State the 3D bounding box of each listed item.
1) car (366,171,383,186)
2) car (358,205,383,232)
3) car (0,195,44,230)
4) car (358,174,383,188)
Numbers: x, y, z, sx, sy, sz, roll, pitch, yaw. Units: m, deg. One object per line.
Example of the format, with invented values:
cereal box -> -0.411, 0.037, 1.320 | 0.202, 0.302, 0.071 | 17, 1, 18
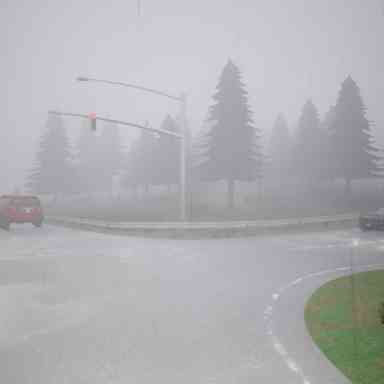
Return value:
car -> 28.069, -2.120, 51.166 | 2.150, 2.045, 5.566 | 0, 5, 25
car -> 10.898, 1.228, 17.325 | 5.008, 1.535, 1.882 | -3, 1, -24
car -> -11.488, 1.225, 21.532 | 2.150, 2.045, 5.566 | 0, 0, -43
car -> 23.111, -1.228, 42.124 | 2.150, 2.045, 5.566 | 0, 4, 2
